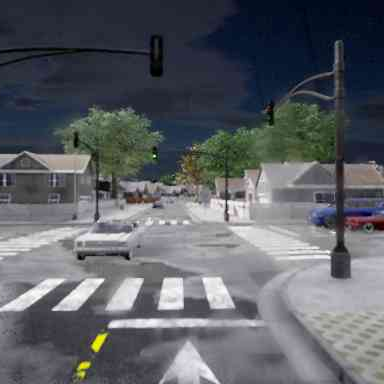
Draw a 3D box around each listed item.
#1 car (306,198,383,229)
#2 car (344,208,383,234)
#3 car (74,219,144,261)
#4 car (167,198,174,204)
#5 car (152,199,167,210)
[{"bbox_3d":[10.961,1.462,23.310,5.566,2.045,2.150,0,-1,-2],"label":"car"},{"bbox_3d":[11.671,1.777,20.073,4.718,1.301,1.895,0,-1,-2],"label":"car"},{"bbox_3d":[-3.065,1.768,13.103,1.895,1.301,4.718,0,-1,-2],"label":"car"},{"bbox_3d":[-5.930,2.314,87.354,2.097,1.767,4.553,0,-1,3],"label":"car"},{"bbox_3d":[-5.692,2.210,56.025,2.033,1.411,5.357,0,0,-3],"label":"car"}]
